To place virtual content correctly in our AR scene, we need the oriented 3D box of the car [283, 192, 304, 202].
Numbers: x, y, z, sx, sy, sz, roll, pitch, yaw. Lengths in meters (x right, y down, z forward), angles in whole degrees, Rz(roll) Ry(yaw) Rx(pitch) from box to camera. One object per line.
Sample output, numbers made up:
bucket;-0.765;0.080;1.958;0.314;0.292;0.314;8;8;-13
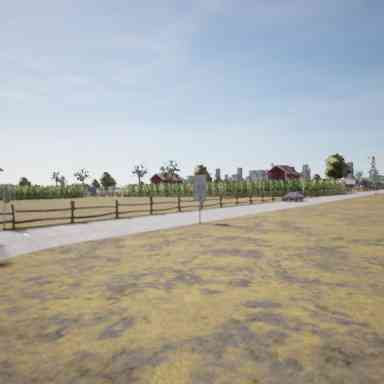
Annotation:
car;15.006;0.716;49.184;1.994;1.385;4.181;0;1;36
